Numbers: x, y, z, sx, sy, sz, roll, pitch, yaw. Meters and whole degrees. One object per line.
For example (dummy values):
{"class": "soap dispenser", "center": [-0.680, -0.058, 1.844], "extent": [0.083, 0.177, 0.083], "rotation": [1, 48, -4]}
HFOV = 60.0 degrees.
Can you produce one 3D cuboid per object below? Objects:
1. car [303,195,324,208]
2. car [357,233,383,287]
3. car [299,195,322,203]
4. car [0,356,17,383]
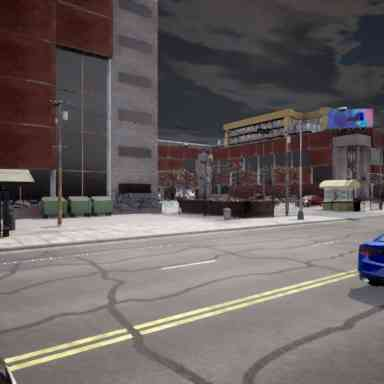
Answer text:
{"class": "car", "center": [16.677, 1.254, 47.155], "extent": [4.553, 1.767, 2.185], "rotation": [0, 0, -36]}
{"class": "car", "center": [6.057, 1.478, 8.134], "extent": [5.008, 1.535, 1.882], "rotation": [0, 0, -35]}
{"class": "car", "center": [23.565, 1.420, 66.224], "extent": [4.674, 1.452, 2.002], "rotation": [0, 0, -36]}
{"class": "car", "center": [-3.407, 1.490, 1.316], "extent": [4.902, 1.511, 2.128], "rotation": [0, 0, -36]}
